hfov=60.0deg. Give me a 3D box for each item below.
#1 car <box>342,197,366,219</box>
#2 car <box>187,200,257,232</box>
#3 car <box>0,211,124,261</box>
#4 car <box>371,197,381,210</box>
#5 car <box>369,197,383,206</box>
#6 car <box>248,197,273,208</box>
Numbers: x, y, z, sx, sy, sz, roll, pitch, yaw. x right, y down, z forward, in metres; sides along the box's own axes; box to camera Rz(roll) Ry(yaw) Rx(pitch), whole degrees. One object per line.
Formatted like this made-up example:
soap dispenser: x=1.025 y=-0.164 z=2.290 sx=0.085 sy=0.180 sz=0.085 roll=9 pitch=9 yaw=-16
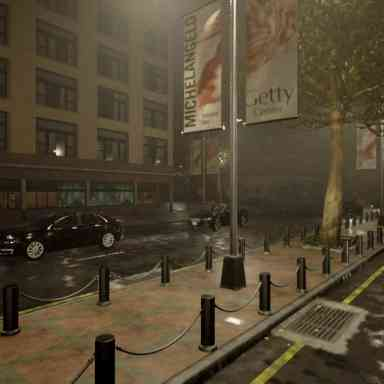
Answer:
car: x=13.945 y=1.505 z=29.848 sx=1.837 sy=1.490 sz=4.892 roll=0 pitch=0 yaw=40
car: x=1.705 y=1.492 z=20.468 sx=2.128 sy=1.511 sz=4.902 roll=0 pitch=0 yaw=40
car: x=-4.861 y=1.505 z=12.552 sx=1.837 sy=1.490 sz=4.892 roll=0 pitch=0 yaw=40
car: x=24.829 y=1.564 z=43.029 sx=1.994 sy=1.385 sz=4.181 roll=0 pitch=0 yaw=40
car: x=32.489 y=1.547 z=57.693 sx=2.033 sy=1.411 sz=5.357 roll=0 pitch=0 yaw=40
car: x=9.060 y=1.504 z=47.581 sx=4.892 sy=1.490 sz=1.837 roll=0 pitch=1 yaw=32
